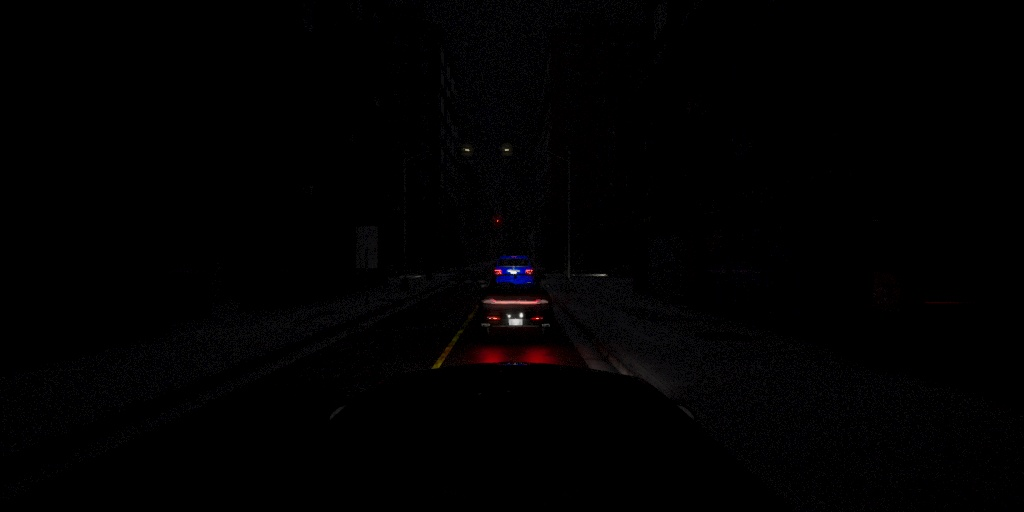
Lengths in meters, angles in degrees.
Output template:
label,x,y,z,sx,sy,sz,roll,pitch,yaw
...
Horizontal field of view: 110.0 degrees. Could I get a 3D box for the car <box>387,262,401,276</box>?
label,x,y,z,sx,sy,sz,roll,pitch,yaw
car,-13.587,1.273,34.830,4.674,1.442,1.812,0,0,-1

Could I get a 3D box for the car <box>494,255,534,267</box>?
label,x,y,z,sx,sy,sz,roll,pitch,yaw
car,0.107,0.971,20.630,2.150,2.045,5.566,0,0,1

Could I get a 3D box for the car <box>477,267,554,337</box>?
label,x,y,z,sx,sy,sz,roll,pitch,yaw
car,0.100,1.241,10.318,2.128,1.511,4.902,0,0,0

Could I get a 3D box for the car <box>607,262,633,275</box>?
label,x,y,z,sx,sy,sz,roll,pitch,yaw
car,12.166,1.315,37.648,4.181,1.385,1.994,0,0,0
